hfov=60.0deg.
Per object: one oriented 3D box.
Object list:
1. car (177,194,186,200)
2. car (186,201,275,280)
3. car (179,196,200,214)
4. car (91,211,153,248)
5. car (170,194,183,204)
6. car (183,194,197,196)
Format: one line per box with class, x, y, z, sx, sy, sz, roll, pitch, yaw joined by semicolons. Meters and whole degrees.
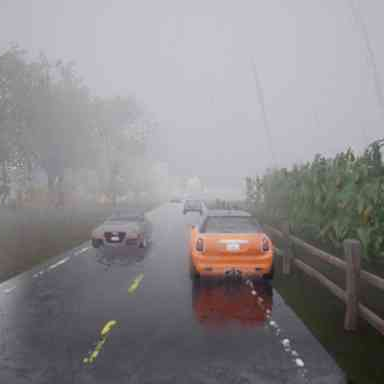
car;-2.611;1.236;84.840;1.994;1.385;4.181;0;0;0
car;0.976;1.309;9.996;2.097;1.767;4.553;0;0;0
car;0.099;1.415;32.950;2.033;1.411;5.357;0;0;1
car;-2.828;1.505;14.214;1.994;1.385;4.181;0;0;0
car;-2.731;1.376;56.736;1.895;1.301;4.718;0;0;0
car;0.134;1.162;47.823;2.097;1.767;4.553;0;0;0
